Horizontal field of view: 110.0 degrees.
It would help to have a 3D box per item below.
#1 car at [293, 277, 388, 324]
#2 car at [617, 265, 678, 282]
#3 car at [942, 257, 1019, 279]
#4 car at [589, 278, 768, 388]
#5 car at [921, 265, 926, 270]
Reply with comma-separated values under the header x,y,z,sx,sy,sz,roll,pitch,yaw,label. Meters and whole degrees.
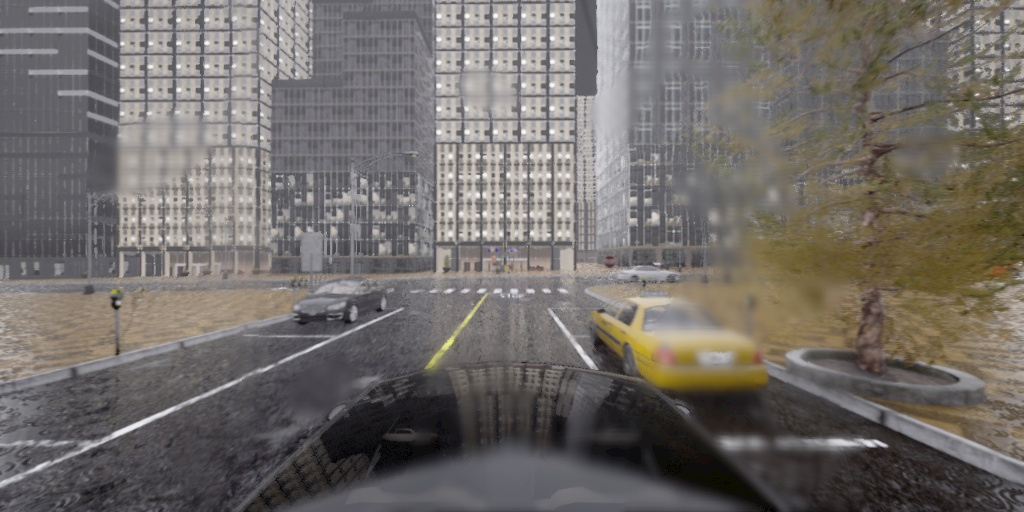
x,y,z,sx,sy,sz,roll,pitch,yaw,label
-5.690,1.440,12.413,2.007,1.370,4.403,0,0,0,car
10.883,1.473,28.892,4.674,1.442,1.812,-1,0,1,car
37.012,0.878,28.555,4.553,1.767,2.097,-1,0,1,car
2.690,1.342,7.023,1.751,1.417,4.829,0,0,0,car
47.071,0.952,38.197,5.357,1.411,2.033,-1,0,1,car
